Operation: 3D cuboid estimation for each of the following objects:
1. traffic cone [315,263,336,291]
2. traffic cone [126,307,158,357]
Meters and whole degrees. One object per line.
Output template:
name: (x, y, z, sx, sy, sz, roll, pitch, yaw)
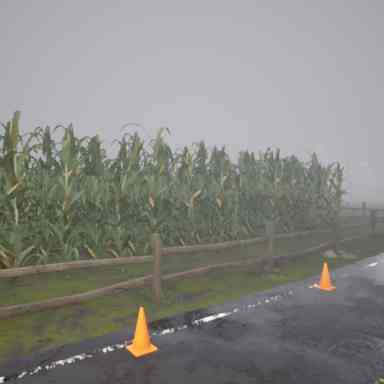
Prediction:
traffic cone: (3.116, 1.947, 7.763, 0.340, 0.580, 0.340, 0, 0, -40)
traffic cone: (-0.718, 1.947, 4.745, 0.340, 0.580, 0.340, 0, 0, -37)
